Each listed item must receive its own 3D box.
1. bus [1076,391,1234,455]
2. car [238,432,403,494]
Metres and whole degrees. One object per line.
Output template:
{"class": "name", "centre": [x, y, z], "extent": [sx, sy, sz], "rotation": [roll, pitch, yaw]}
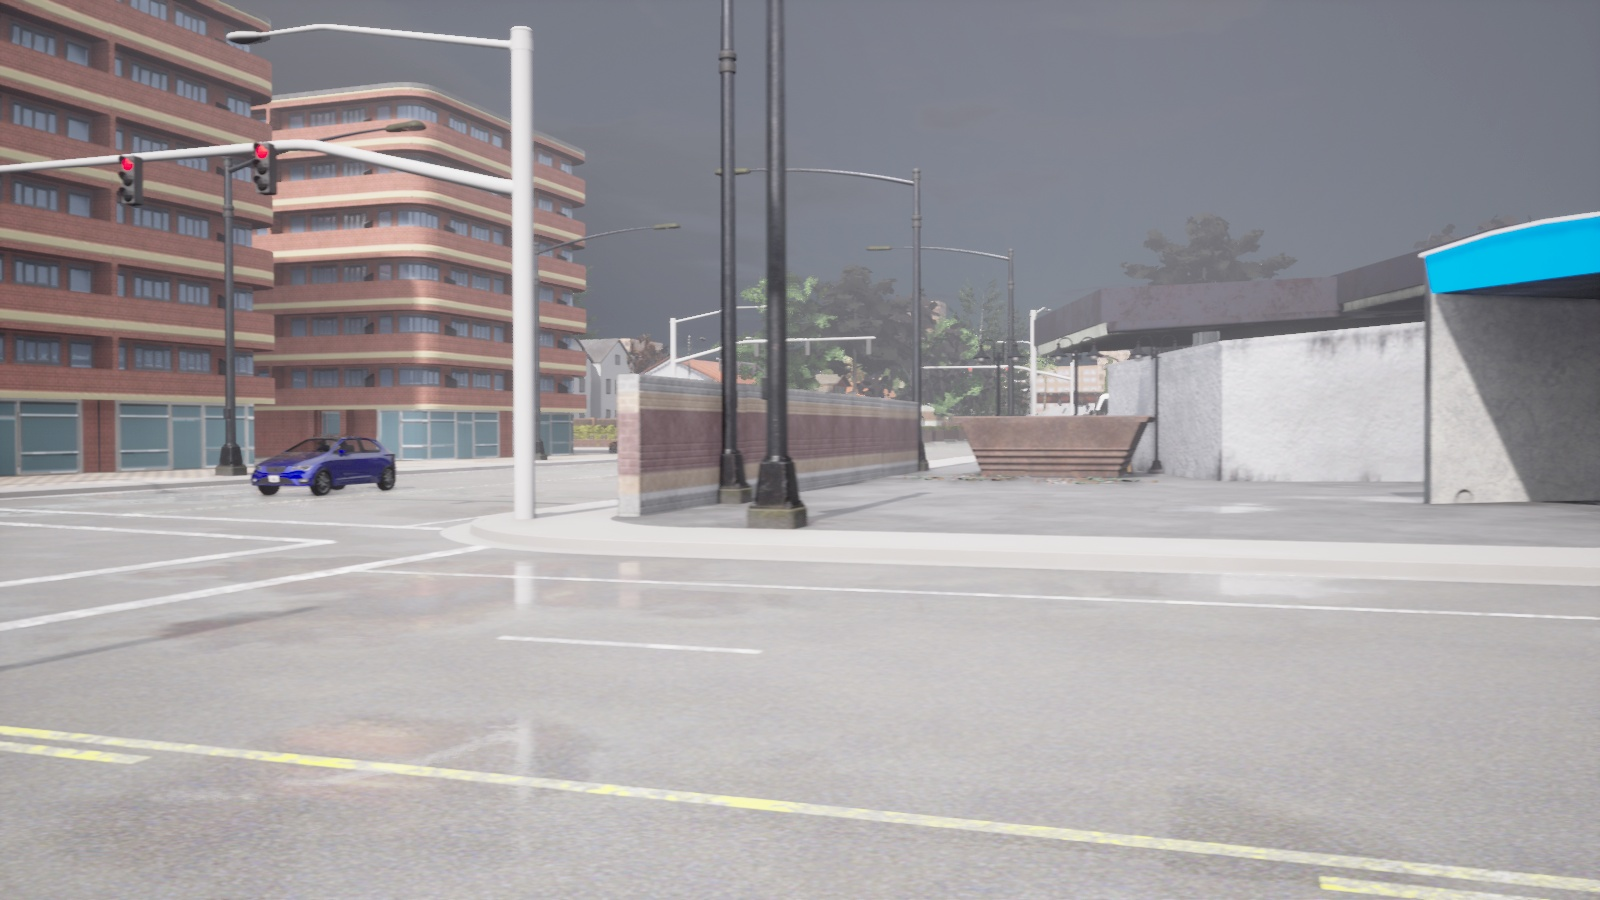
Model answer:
{"class": "bus", "centre": [24.563, -1.850, 86.937], "extent": [10.273, 4.253, 3.944], "rotation": [1, 1, 18]}
{"class": "car", "centre": [-12.205, 0.276, 32.288], "extent": [1.816, 1.474, 4.193], "rotation": [0, 1, 16]}
